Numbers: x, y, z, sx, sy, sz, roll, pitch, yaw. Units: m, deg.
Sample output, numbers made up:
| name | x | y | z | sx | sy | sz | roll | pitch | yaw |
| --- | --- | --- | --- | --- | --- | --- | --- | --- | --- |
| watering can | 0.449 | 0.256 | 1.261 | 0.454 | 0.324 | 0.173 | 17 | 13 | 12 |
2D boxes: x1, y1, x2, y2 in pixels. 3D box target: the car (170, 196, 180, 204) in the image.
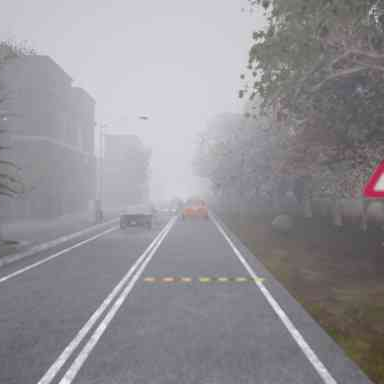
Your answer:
| name | x | y | z | sx | sy | sz | roll | pitch | yaw |
| --- | --- | --- | --- | --- | --- | --- | --- | --- | --- |
| car | -3.072 | 1.386 | 62.116 | 2.033 | 1.411 | 5.357 | 0 | 0 | 1 |

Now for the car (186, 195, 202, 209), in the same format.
| name | x | y | z | sx | sy | sz | roll | pitch | yaw |
| --- | --- | --- | --- | --- | --- | --- | --- | --- | --- |
| car | 0.274 | 1.273 | 44.536 | 2.097 | 1.767 | 4.553 | 0 | 0 | 0 |

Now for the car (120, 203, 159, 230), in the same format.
| name | x | y | z | sx | sy | sz | roll | pitch | yaw |
| --- | --- | --- | --- | --- | --- | --- | --- | --- | --- |
| car | -3.228 | 1.462 | 21.046 | 1.882 | 1.535 | 5.008 | 0 | 0 | 1 |

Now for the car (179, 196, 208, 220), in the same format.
| name | x | y | z | sx | sy | sz | roll | pitch | yaw |
| --- | --- | --- | --- | --- | --- | --- | --- | --- | --- |
| car | 0.232 | 1.328 | 28.347 | 2.097 | 1.767 | 4.553 | 0 | 0 | 0 |
